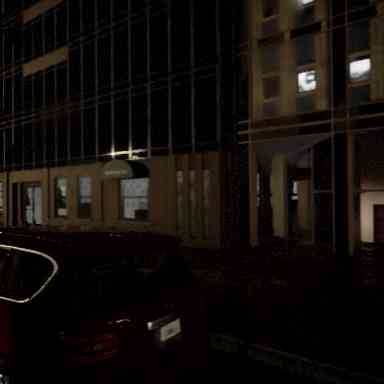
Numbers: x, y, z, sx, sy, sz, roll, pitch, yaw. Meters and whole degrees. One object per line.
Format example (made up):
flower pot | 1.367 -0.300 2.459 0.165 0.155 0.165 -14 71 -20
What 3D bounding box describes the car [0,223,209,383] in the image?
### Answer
car | -2.139 1.353 4.404 5.009 1.841 2.192 -1 -1 35
